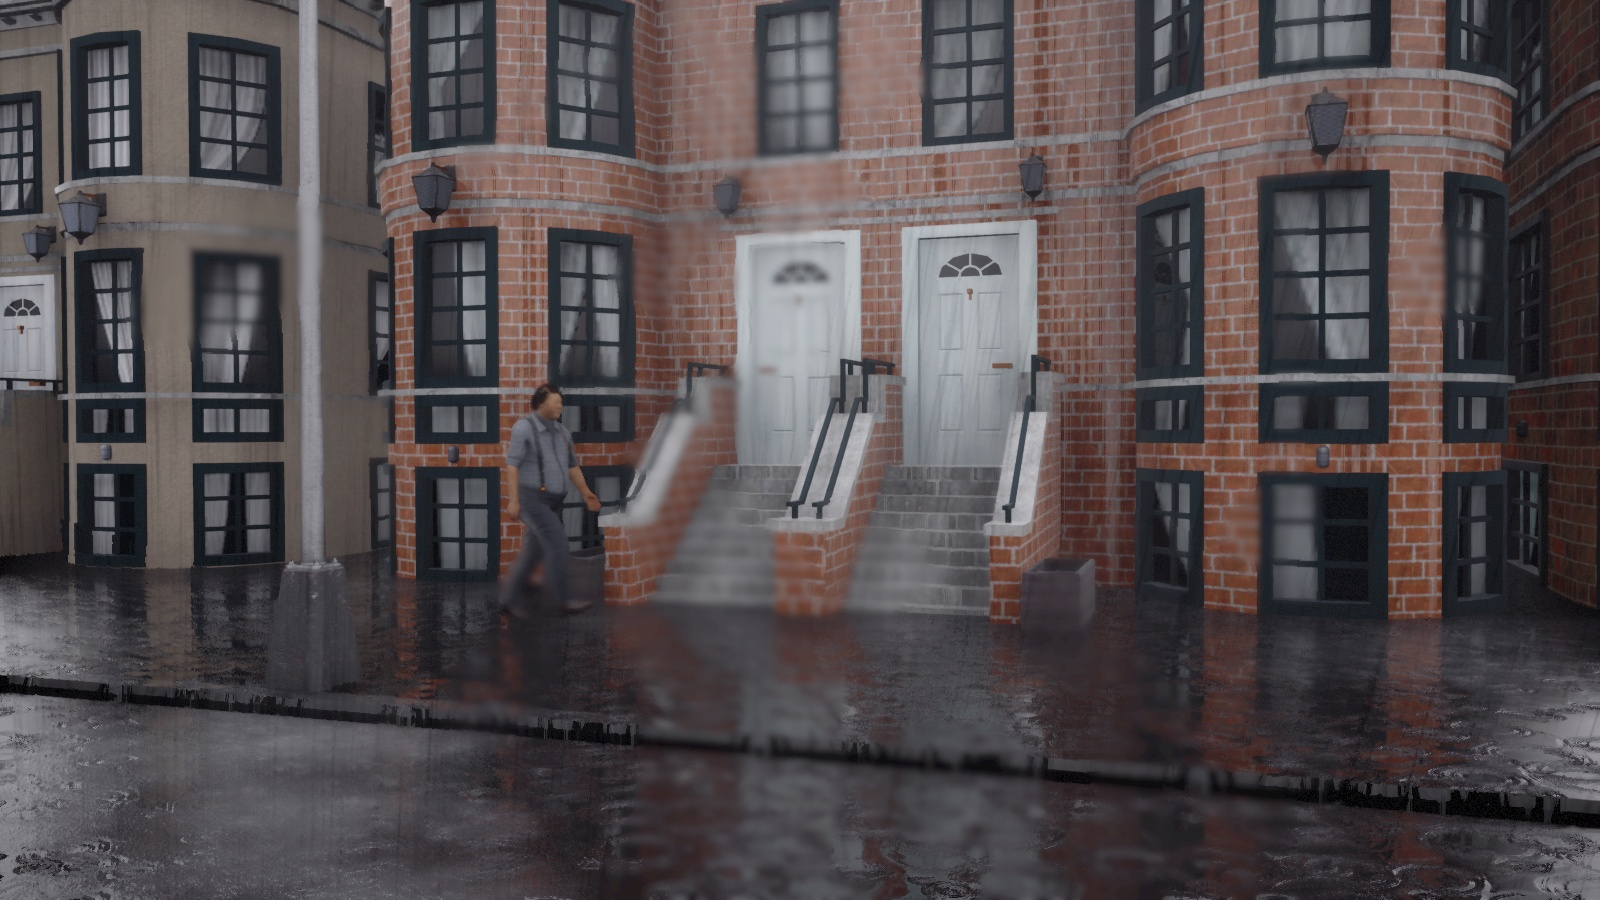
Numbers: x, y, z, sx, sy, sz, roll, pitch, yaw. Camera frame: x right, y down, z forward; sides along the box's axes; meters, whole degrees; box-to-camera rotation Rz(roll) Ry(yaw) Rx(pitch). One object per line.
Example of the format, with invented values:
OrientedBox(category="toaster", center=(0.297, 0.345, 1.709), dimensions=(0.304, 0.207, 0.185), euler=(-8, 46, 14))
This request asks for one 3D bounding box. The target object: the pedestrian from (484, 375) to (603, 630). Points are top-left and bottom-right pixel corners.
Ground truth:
OrientedBox(category="pedestrian", center=(-1.935, 0.377, 9.500), dimensions=(0.694, 1.848, 0.540), euler=(1, 1, 27))
